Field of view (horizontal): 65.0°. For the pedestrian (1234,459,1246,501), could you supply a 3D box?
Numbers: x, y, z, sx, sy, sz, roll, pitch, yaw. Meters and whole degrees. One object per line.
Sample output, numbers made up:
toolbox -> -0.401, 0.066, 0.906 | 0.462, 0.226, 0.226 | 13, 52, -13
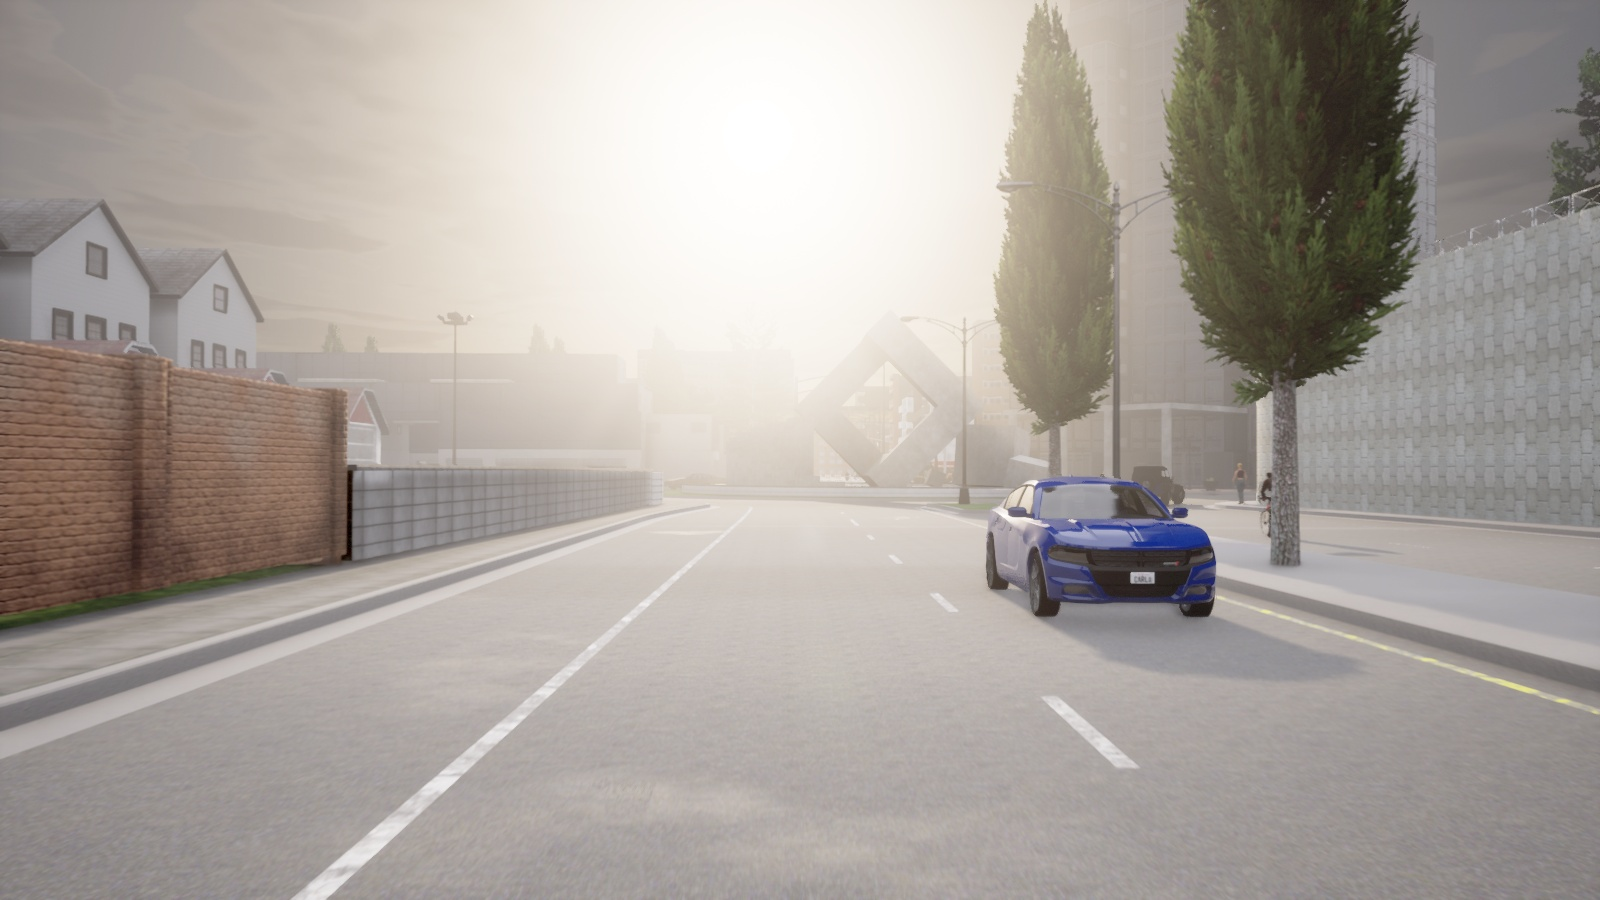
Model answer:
pedestrian -> 19.618, 1.328, 55.976 | 0.345, 1.836, 0.594 | 0, -1, 3

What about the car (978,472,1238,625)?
car -> 3.463, 1.032, 15.168 | 1.882, 1.535, 5.008 | 0, -1, 0

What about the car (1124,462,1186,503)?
car -> 17.280, 1.563, 61.029 | 1.905, 1.878, 3.866 | -1, -1, 32
